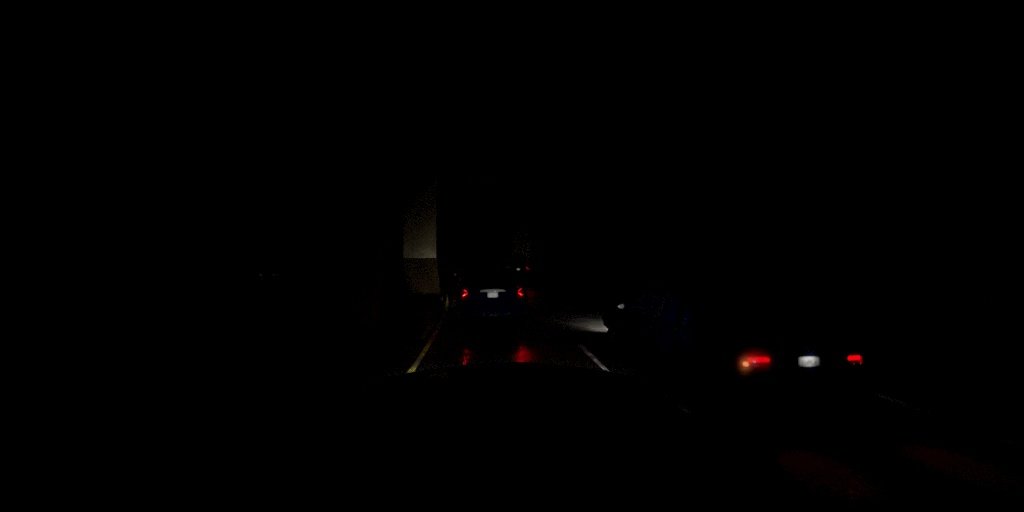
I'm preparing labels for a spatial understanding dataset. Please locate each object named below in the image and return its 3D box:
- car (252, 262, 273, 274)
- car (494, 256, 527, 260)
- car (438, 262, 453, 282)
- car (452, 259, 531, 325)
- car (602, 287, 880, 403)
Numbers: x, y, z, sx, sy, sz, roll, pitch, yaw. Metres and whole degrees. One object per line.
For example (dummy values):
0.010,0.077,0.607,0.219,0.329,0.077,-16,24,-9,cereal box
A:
-32.161,1.487,44.238,5.357,1.411,2.033,0,0,19,car
-0.425,1.002,26.919,2.150,2.045,5.566,0,0,-19,car
-5.382,1.283,29.668,1.882,1.535,5.008,0,0,-25,car
-0.765,1.117,12.162,2.097,1.767,4.553,0,0,-6,car
3.332,1.289,6.714,2.033,1.411,5.357,0,0,-4,car
